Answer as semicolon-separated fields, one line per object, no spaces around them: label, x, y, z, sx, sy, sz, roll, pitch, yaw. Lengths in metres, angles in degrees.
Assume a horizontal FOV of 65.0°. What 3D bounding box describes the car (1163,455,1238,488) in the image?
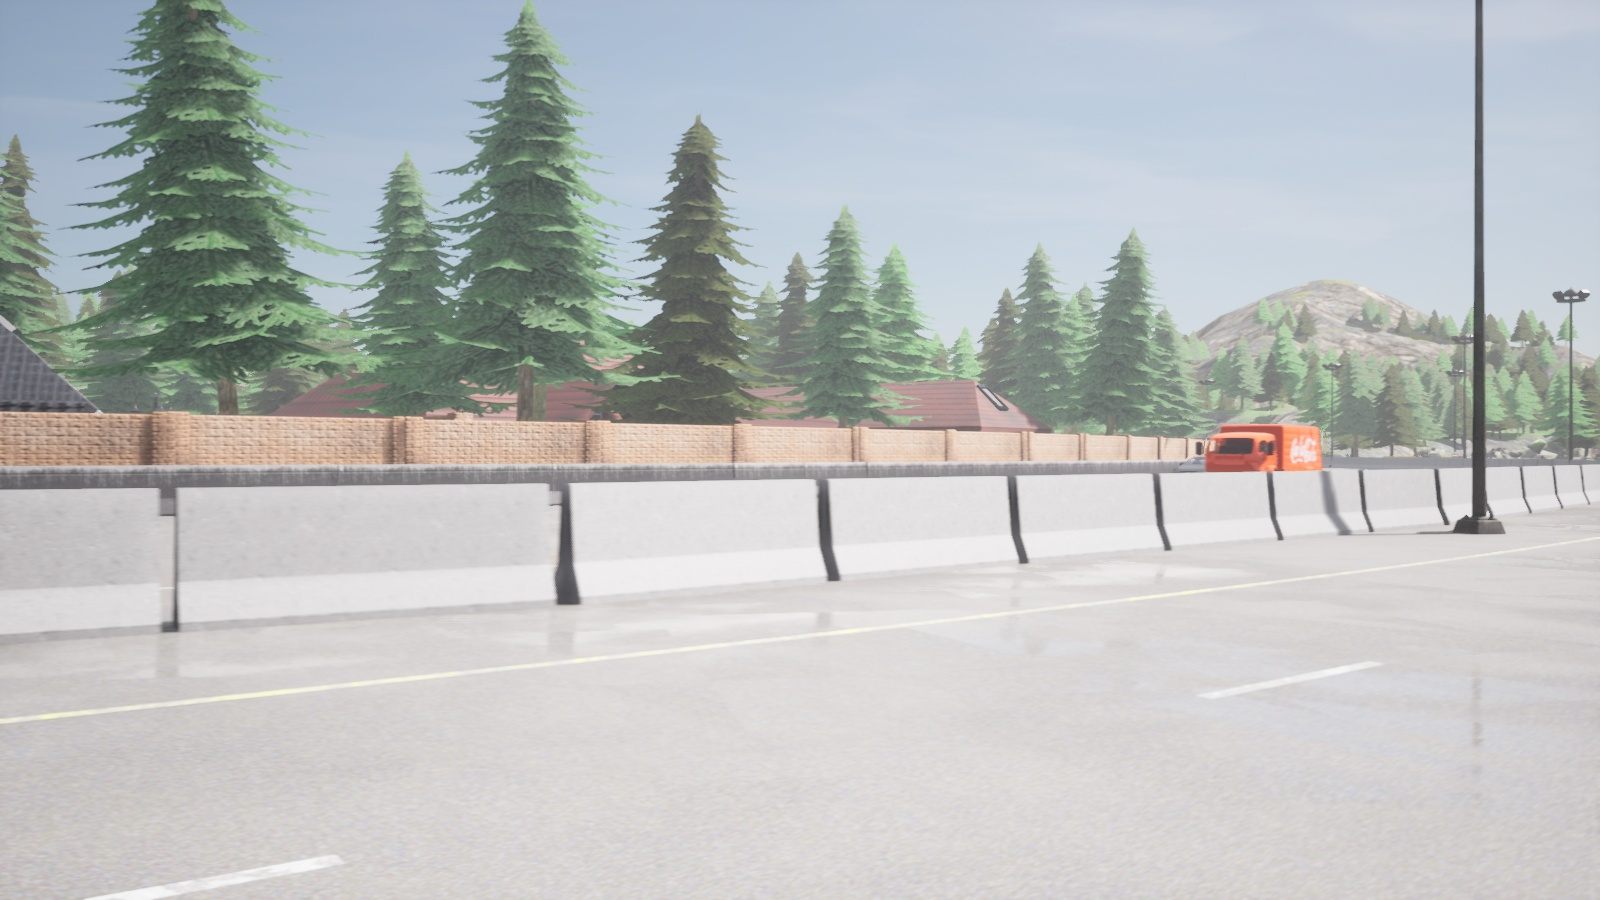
car;17.915;0.922;56.041;1.994;1.385;4.181;0;0;36

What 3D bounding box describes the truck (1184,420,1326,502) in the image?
truck;14.868;0.336;40.894;2.627;2.467;5.204;0;0;41
